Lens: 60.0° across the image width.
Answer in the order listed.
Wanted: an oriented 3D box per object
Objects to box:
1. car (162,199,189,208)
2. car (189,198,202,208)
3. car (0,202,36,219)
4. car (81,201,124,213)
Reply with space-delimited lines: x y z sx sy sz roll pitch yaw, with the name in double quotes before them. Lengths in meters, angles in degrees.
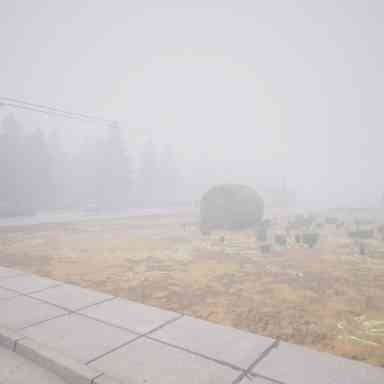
"car" -2.141 1.628 47.626 1.895 1.301 4.718 0 0 36
"car" 2.088 1.552 47.168 1.812 1.442 4.674 0 0 36
"car" -15.937 1.591 28.984 1.994 1.385 4.181 0 0 36
"car" -9.928 1.627 37.122 1.895 1.301 4.718 0 0 36
